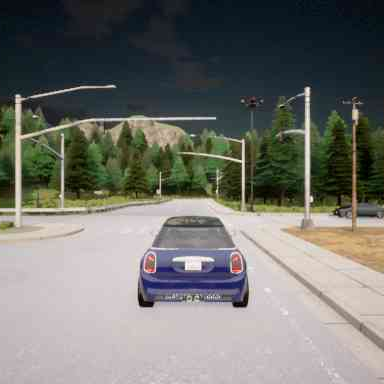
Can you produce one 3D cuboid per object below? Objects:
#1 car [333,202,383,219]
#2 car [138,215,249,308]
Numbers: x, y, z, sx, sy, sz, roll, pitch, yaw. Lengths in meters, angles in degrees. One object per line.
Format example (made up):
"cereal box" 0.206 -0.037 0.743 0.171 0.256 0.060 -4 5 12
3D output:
"car" 14.503 1.590 28.738 4.181 1.385 1.994 0 0 1
"car" 0.038 1.348 8.112 2.097 1.767 4.553 0 0 0
